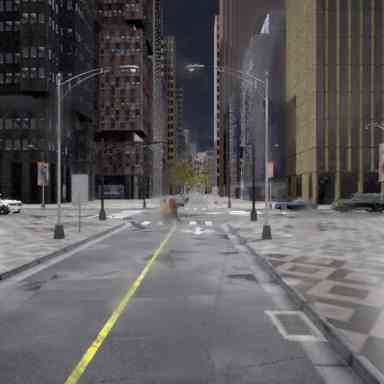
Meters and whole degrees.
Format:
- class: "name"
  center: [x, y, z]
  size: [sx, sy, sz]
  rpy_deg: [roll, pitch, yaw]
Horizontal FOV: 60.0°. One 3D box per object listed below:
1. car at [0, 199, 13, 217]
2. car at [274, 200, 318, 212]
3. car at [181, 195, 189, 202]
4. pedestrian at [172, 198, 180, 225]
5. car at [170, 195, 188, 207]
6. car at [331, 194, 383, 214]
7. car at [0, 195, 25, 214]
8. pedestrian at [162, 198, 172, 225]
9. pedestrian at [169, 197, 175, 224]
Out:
- class: "car"
  center: [-18.723, 1.555, 29.515]
  size: [4.181, 1.385, 1.994]
  rpy_deg: [0, 0, 1]
- class: "car"
  center: [12.064, 1.600, 38.799]
  size: [4.718, 1.301, 1.895]
  rpy_deg: [0, 0, 1]
- class: "car"
  center: [-1.605, 1.492, 80.213]
  size: [1.837, 1.490, 4.892]
  rpy_deg: [0, 0, 1]
- class: "pedestrian"
  center: [-1.207, 1.292, 22.451]
  size: [0.375, 1.860, 0.375]
  rpy_deg: [0, 0, 1]
- class: "car"
  center: [-2.182, 1.348, 50.652]
  size: [2.097, 1.767, 4.553]
  rpy_deg: [0, 0, 1]
- class: "car"
  center: [17.875, 1.233, 35.421]
  size: [5.566, 2.045, 2.150]
  rpy_deg: [0, 0, 1]
- class: "car"
  center: [-19.568, 1.205, 32.784]
  size: [5.566, 2.045, 2.150]
  rpy_deg: [0, 0, 1]
- class: "pedestrian"
  center: [-1.696, 1.292, 21.883]
  size: [0.375, 1.860, 0.375]
  rpy_deg: [0, 0, 1]
- class: "pedestrian"
  center: [-1.408, 1.291, 23.106]
  size: [0.375, 1.860, 0.375]
  rpy_deg: [0, 0, 1]
